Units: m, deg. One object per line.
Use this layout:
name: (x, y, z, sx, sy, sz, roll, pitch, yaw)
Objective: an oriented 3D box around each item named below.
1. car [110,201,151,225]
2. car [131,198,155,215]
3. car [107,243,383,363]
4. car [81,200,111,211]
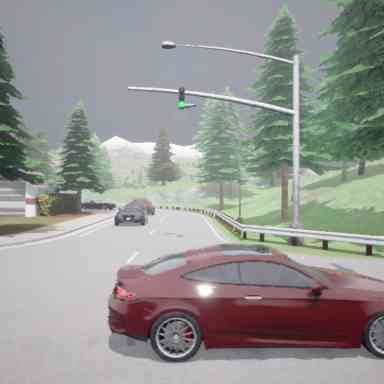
car: (-4.238, 1.567, 23.674, 1.994, 1.385, 4.181, 0, 0, -3)
car: (-5.169, 1.356, 33.455, 2.097, 1.767, 4.553, 0, 0, -20)
car: (1.053, 1.585, 5.284, 4.674, 1.442, 1.812, 1, 0, -2)
car: (-11.819, 1.612, 41.128, 4.718, 1.301, 1.895, 0, 0, 14)
